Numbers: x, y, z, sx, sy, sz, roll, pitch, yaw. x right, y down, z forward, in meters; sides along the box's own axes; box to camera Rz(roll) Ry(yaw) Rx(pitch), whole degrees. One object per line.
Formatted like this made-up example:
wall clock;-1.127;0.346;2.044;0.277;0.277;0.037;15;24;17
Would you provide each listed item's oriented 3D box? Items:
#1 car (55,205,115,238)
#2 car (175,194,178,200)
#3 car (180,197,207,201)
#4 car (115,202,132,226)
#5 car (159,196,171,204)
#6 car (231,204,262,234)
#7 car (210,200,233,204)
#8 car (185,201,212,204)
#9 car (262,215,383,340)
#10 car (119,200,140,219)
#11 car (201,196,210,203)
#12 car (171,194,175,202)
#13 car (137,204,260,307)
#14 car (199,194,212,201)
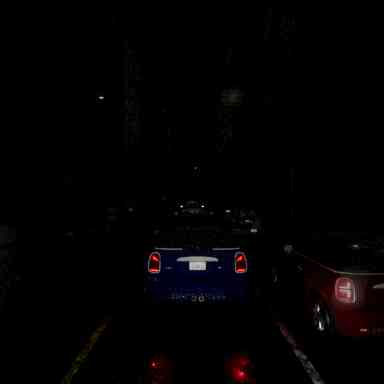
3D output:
car;-5.666;1.567;17.553;1.947;1.339;4.313;0;0;0
car;-5.559;1.637;92.532;1.752;1.417;4.829;0;0;0
car;0.008;1.459;27.419;1.801;1.575;5.366;0;0;0
car;-5.664;1.584;23.055;1.802;1.307;4.206;0;0;0
car;-5.616;1.625;65.659;1.802;1.307;4.206;0;0;0
car;2.859;1.552;17.551;2.008;1.369;4.403;0;0;0
car;2.863;1.569;28.553;1.947;1.339;4.313;0;0;0
car;0.101;1.479;17.398;1.882;1.535;5.008;0;0;0
car;2.856;1.440;6.548;1.967;1.590;4.097;0;0;0
car;-5.663;1.443;28.556;1.967;1.590;4.097;0;0;0
car;2.920;1.579;71.223;1.752;1.417;4.829;0;0;0
car;-5.593;1.615;76.476;2.008;1.369;4.403;0;0;0
car;0.102;1.352;8.117;2.097;1.767;4.553;0;0;0
car;2.908;1.483;65.644;1.967;1.590;4.097;0;0;0
